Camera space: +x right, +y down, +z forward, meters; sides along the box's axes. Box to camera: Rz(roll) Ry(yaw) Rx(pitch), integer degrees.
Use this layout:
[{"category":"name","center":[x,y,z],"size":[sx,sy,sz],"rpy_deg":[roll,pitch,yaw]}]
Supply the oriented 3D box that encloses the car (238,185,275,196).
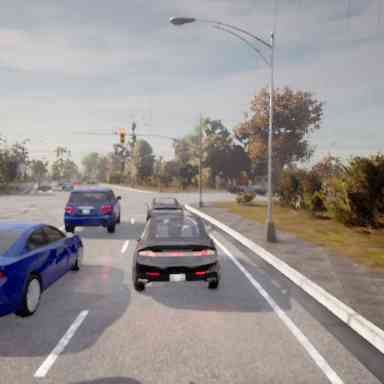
[{"category":"car","center":[9.357,-0.218,45.696],"size":[4.892,1.490,1.837],"rpy_deg":[1,3,-21]}]

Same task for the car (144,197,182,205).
[{"category":"car","center":[-1.519,1.020,17.988],"size":[2.128,1.511,4.902],"rpy_deg":[0,3,-8]}]

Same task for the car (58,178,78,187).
[{"category":"car","center":[-20.948,-1.114,56.090],"size":[2.128,1.511,4.902],"rpy_deg":[-1,4,-23]}]

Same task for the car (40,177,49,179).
[{"category":"car","center":[-30.671,-2.118,69.320],"size":[2.150,2.045,5.566],"rpy_deg":[-1,3,-24]}]

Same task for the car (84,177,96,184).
[{"category":"car","center":[-25.267,-2.482,82.798],"size":[1.895,1.301,4.718],"rpy_deg":[-1,3,-24]}]

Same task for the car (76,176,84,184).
[{"category":"car","center":[-28.427,-2.638,81.282],"size":[2.097,1.767,4.553],"rpy_deg":[-1,3,-24]}]

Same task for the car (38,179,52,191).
[{"category":"car","center":[-24.068,-0.990,54.487],"size":[1.812,1.442,4.674],"rpy_deg":[-1,3,-23]}]

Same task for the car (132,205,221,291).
[{"category":"car","center":[-0.445,1.340,8.675],"size":[2.128,1.511,4.902],"rpy_deg":[0,1,-4]}]

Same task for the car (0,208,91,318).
[{"category":"car","center":[-3.814,1.367,7.214],"size":[1.882,1.535,5.008],"rpy_deg":[0,1,-4]}]

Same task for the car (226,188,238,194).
[{"category":"car","center":[7.471,-0.317,48.719],"size":[4.718,1.301,1.895],"rpy_deg":[1,3,-21]}]

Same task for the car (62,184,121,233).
[{"category":"car","center":[-4.852,0.807,16.767],"size":[2.150,2.045,5.566],"rpy_deg":[0,2,-8]}]
